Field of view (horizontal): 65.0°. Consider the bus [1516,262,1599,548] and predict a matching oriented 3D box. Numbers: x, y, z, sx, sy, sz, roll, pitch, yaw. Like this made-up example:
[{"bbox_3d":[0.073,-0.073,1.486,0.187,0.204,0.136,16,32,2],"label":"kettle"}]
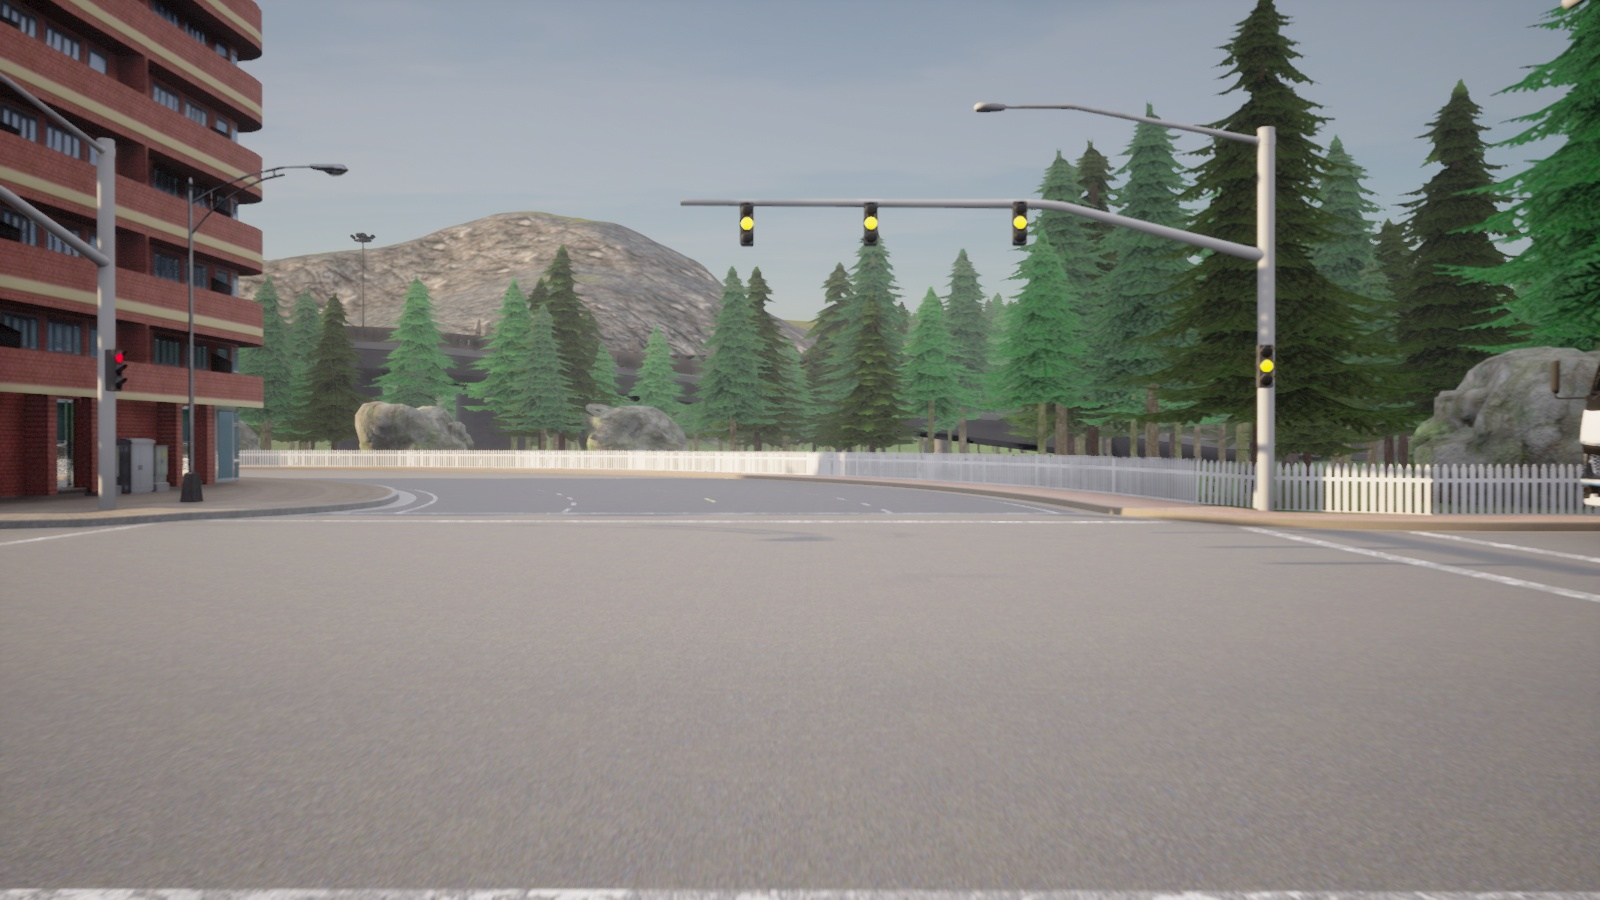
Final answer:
[{"bbox_3d":[17.045,-0.673,18.885,10.273,4.253,3.944,0,0,1],"label":"bus"}]
